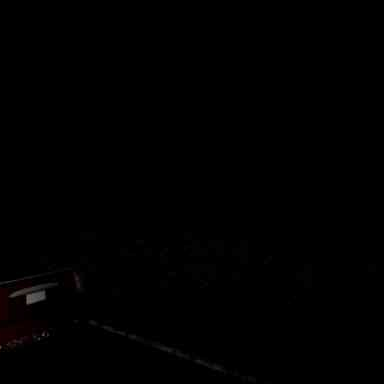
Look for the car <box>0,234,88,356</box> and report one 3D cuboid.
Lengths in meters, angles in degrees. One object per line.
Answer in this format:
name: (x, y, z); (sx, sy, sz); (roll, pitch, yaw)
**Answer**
car: (-3.658, 1.427, 5.574); (4.097, 1.590, 1.967); (0, 0, 36)
